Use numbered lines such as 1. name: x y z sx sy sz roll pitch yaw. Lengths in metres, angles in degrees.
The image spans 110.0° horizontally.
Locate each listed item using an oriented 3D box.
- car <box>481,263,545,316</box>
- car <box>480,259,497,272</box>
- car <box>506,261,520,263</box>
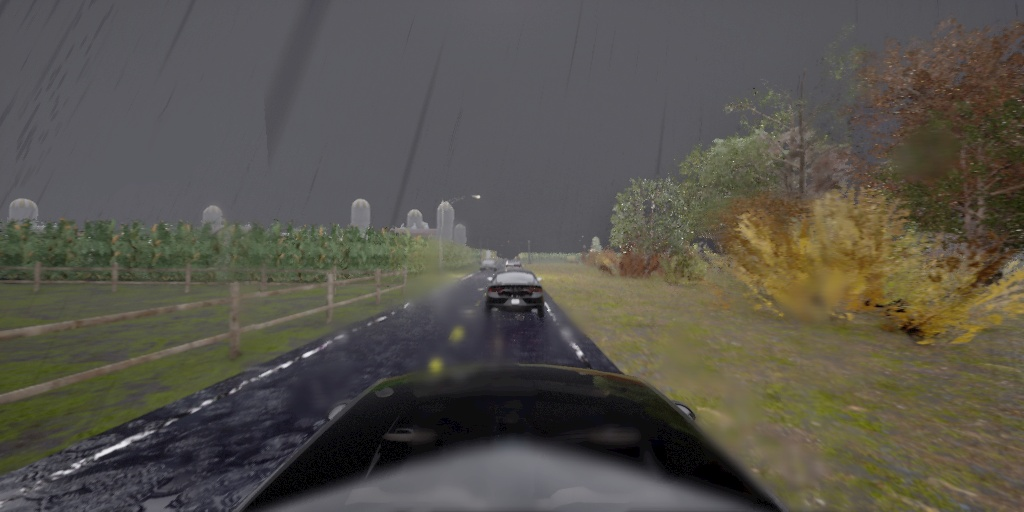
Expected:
1. car: 0.101 1.208 13.231 1.882 1.535 5.008 0 0 0
2. car: -2.823 1.162 43.823 1.882 1.535 5.008 0 0 0
3. car: 0.100 1.190 33.085 2.128 1.511 4.902 0 0 0
